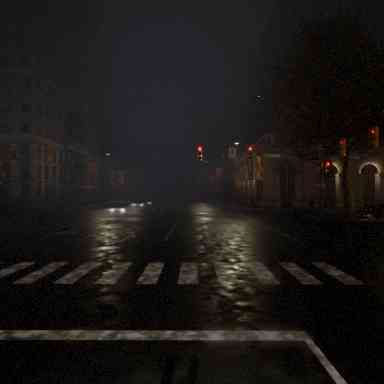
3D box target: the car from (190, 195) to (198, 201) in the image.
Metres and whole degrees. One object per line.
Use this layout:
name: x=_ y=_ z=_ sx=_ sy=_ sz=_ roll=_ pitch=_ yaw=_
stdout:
car: x=0.412 y=1.449 z=78.586 sx=2.128 sy=1.511 sz=4.902 roll=0 pitch=0 yaw=1

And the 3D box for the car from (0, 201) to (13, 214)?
car: x=-20.736 y=1.477 z=33.275 sx=5.008 sy=1.535 sz=1.882 roll=0 pitch=1 yaw=-11

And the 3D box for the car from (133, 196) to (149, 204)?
car: x=-10.309 y=1.600 z=65.061 sx=1.895 sy=1.301 sz=4.718 roll=0 pitch=0 yaw=1

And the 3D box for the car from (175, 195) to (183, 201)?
car: x=-3.087 y=1.449 z=78.631 sx=2.128 sy=1.511 sz=4.902 roll=0 pitch=0 yaw=1

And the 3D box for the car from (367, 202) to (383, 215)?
car: x=19.573 y=1.564 z=32.742 sx=4.181 sy=1.385 sz=1.994 roll=0 pitch=0 yaw=0

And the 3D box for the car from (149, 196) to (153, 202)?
car: x=-10.128 y=1.595 z=75.652 sx=1.895 sy=1.301 sz=4.718 roll=0 pitch=0 yaw=1

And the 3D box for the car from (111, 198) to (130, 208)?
car: x=-10.456 y=1.601 z=48.555 sx=1.895 sy=1.301 sz=4.718 roll=0 pitch=0 yaw=0
